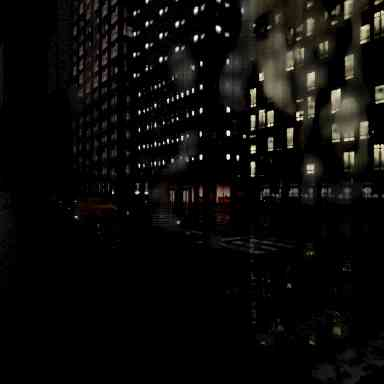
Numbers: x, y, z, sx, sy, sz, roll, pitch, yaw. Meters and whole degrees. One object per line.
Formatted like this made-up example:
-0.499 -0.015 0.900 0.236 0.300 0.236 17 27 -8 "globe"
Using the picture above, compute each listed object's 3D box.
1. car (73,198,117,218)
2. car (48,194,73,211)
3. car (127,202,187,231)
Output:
-7.824 1.254 27.364 1.882 1.535 5.008 0 0 -37 "car"
-13.711 1.045 35.292 2.097 1.767 4.553 0 0 -37 "car"
-2.193 1.344 19.795 2.128 1.511 4.902 0 0 -37 "car"
